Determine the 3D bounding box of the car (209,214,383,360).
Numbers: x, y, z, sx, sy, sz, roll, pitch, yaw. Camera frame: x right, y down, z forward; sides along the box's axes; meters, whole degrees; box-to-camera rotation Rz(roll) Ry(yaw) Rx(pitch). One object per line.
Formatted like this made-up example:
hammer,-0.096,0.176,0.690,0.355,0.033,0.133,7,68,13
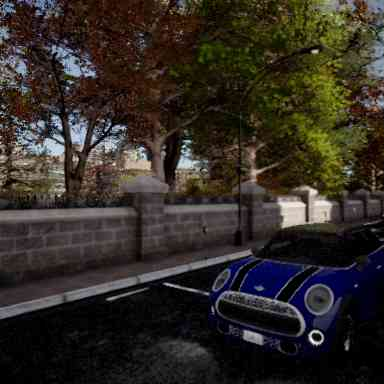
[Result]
car,2.319,1.442,6.324,2.097,1.767,4.553,-1,-1,41
